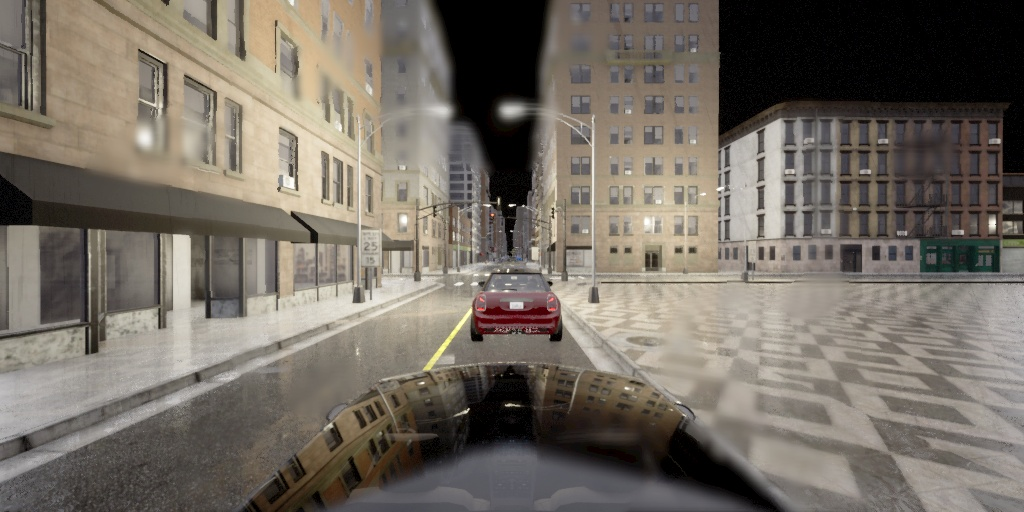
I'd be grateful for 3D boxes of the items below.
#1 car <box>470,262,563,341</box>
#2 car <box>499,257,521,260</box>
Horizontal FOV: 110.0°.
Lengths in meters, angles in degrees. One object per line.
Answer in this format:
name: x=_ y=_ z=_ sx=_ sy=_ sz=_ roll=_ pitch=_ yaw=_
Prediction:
car: x=0.102 y=1.102 z=9.977 sx=2.097 sy=1.767 sz=4.553 roll=0 pitch=0 yaw=0
car: x=0.051 y=1.101 z=19.793 sx=2.097 sy=1.767 sz=4.553 roll=0 pitch=0 yaw=-1
